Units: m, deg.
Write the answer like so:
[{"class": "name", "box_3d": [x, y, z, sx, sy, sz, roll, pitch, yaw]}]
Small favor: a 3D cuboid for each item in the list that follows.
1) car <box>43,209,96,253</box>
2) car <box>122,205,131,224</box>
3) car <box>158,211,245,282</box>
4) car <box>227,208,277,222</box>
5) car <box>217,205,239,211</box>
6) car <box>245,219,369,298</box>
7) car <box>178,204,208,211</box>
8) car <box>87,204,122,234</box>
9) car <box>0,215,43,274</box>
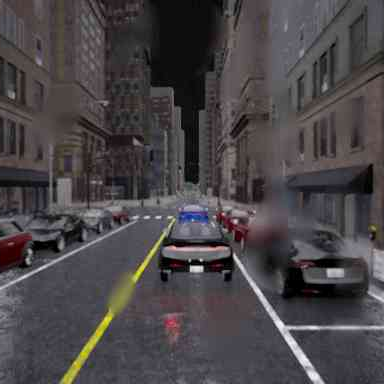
[{"class": "car", "box_3d": [-5.770, 1.612, 13.961, 1.947, 1.339, 4.313, -1, 0, 0]}, {"class": "car", "box_3d": [-5.767, 1.628, 24.971, 1.887, 1.381, 4.507, -1, 0, 0]}, {"class": "car", "box_3d": [0.103, 1.522, 9.844, 2.128, 1.511, 4.902, 0, 0, 0]}, {"class": "car", "box_3d": [2.755, 1.591, 13.958, 1.887, 1.381, 4.507, -1, 0, 0]}, {"class": "car", "box_3d": [2.757, 1.610, 19.463, 1.887, 1.381, 4.507, -1, 0, 0]}, {"class": "car", "box_3d": [2.754, 1.594, 8.453, 1.947, 1.339, 4.313, -1, 0, 0]}, {"class": "car", "box_3d": [0.102, 1.553, 22.631, 1.882, 1.535, 5.008, 0, 0, 0]}, {"class": "car", "box_3d": [-5.768, 1.616, 19.466, 2.008, 1.369, 4.403, -1, 0, 0]}, {"class": "car", "box_3d": [-5.773, 1.468, 8.455, 1.967, 1.590, 4.097, -1, 0, 0]}]
